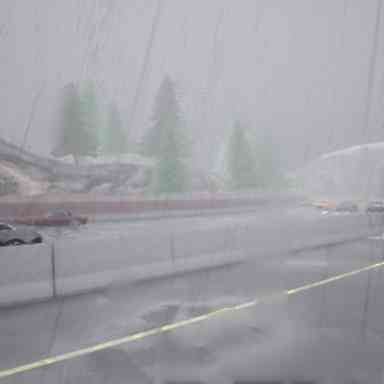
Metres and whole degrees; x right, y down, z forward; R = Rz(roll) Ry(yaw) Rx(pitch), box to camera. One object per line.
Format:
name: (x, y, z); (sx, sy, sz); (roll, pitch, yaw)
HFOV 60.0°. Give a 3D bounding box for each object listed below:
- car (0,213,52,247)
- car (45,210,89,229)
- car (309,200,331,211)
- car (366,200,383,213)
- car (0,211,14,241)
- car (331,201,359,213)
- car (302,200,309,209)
car: (-7.766, 1.687, 11.426); (4.902, 1.511, 2.128); (0, -1, -36)
car: (-9.733, 1.941, 22.980); (4.718, 1.301, 1.895); (0, -1, -38)
car: (18.575, 1.855, 46.800); (1.882, 1.535, 5.008); (-1, -1, 37)
car: (22.597, 1.779, 40.512); (1.837, 1.490, 4.892); (-1, -1, 38)
car: (-11.893, 1.817, 17.058); (4.674, 1.442, 1.812); (0, -1, -36)
car: (20.184, 1.870, 43.065); (2.033, 1.411, 5.357); (-1, -1, 38)
car: (19.414, 1.998, 53.958); (2.033, 1.411, 5.357); (-1, -1, 35)
